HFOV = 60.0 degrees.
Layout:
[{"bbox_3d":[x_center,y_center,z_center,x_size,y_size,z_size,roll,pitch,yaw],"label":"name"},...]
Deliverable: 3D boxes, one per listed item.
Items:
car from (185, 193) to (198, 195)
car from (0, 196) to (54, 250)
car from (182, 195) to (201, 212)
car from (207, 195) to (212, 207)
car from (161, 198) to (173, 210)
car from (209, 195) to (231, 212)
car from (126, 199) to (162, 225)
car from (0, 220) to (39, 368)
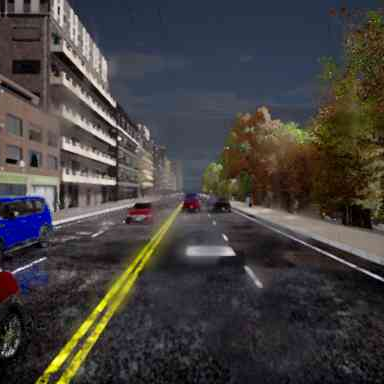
[{"bbox_3d":[-0.062,1.087,46.978,2.150,2.045,5.566,0,0,0],"label":"car"},{"bbox_3d":[-6.609,1.165,11.108,2.150,2.045,5.566,0,0,0],"label":"car"},{"bbox_3d":[-0.049,1.371,36.413,1.882,1.535,5.008,0,0,0],"label":"car"},{"bbox_3d":[3.190,1.225,47.279,2.097,1.767,4.553,0,0,0],"label":"car"},{"bbox_3d":[-3.307,1.483,41.815,2.033,1.411,5.357,0,0,0],"label":"car"},{"bbox_3d":[3.201,1.409,36.418,1.837,1.490,4.892,0,0,0],"label":"car"},{"bbox_3d":[-3.376,1.445,23.290,1.812,1.442,4.674,0,0,0],"label":"car"},{"bbox_3d":[-3.350,1.332,2.642,2.097,1.767,4.553,0,0,0],"label":"car"}]
